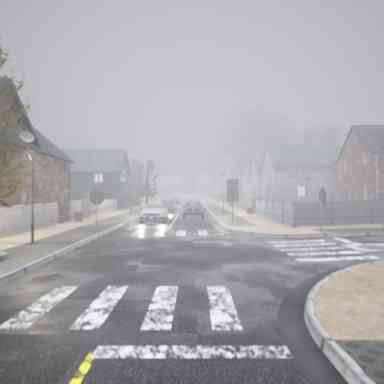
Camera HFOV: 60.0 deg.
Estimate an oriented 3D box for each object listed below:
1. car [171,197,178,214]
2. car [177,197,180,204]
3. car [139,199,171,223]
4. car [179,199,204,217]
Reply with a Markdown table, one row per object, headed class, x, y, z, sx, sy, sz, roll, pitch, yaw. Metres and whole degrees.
| class | x | y | z | sx | sy | sz | roll | pitch | yaw |
| --- | --- | --- | --- | --- | --- | --- | --- | --- | --- |
| car | -2.843 | 1.549 | 35.720 | 1.994 | 1.385 | 4.181 | 0 | 0 | 0 |
| car | -2.783 | 1.524 | 56.610 | 2.033 | 1.411 | 5.357 | 0 | 0 | 0 |
| car | -2.846 | 1.515 | 25.609 | 1.812 | 1.442 | 4.674 | 0 | 0 | 0 |
| car | 0.102 | 1.534 | 30.524 | 2.033 | 1.411 | 5.357 | 0 | 0 | 0 |
